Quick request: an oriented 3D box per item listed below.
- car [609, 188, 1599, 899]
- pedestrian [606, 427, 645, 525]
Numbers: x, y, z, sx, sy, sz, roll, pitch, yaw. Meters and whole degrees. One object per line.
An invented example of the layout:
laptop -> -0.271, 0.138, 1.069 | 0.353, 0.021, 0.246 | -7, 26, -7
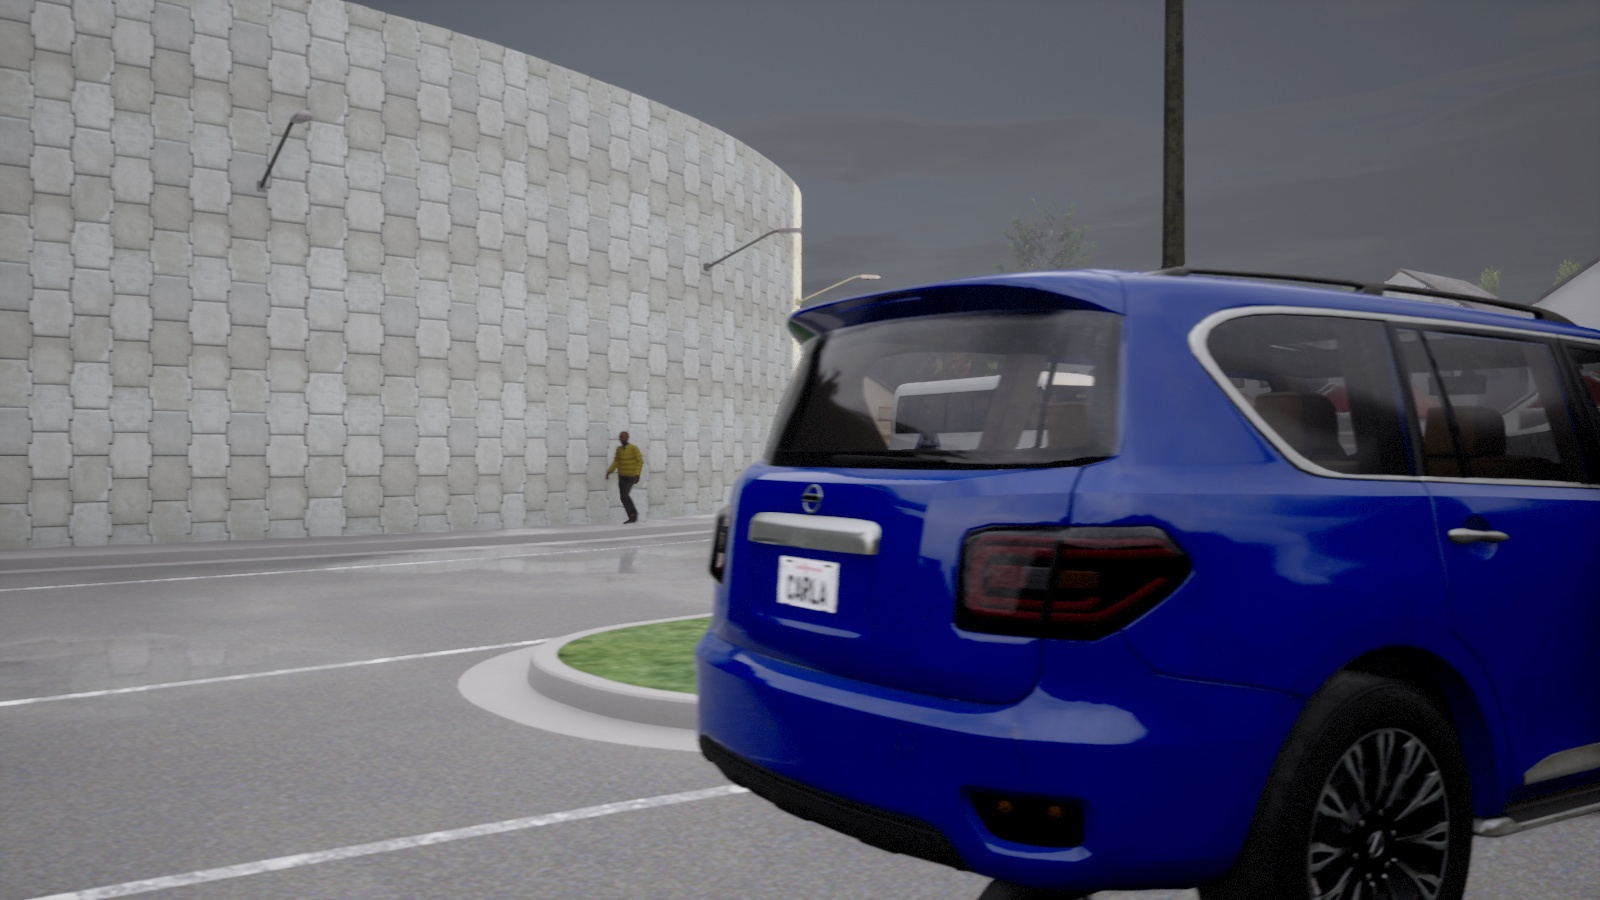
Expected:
car -> 2.249, 0.480, 5.032 | 5.566, 2.045, 2.150 | 0, 0, -32
pedestrian -> -3.298, 0.483, 23.757 | 0.370, 1.835, 0.726 | 0, 0, 28
